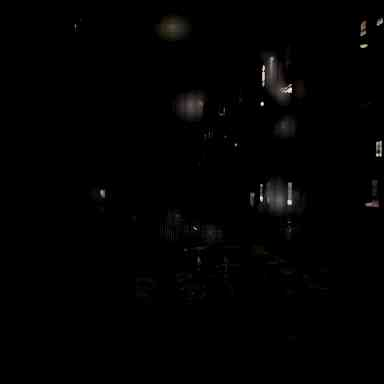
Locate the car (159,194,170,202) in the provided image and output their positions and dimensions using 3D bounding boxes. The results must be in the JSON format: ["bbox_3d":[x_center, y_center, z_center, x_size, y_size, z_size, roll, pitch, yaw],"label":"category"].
[{"bbox_3d":[-6.724,1.465,81.996,2.192,1.841,5.009,-1,0,-11],"label":"car"}]

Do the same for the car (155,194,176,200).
[{"bbox_3d":[-3.290,1.418,35.729,2.097,1.767,4.553,0,0,-11],"label":"car"}]

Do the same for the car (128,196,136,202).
[{"bbox_3d":[-15.475,1.670,85.764,1.752,1.417,4.829,-1,0,-11],"label":"car"}]

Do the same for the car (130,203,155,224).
[{"bbox_3d":[-3.943,1.628,25.997,1.802,1.307,4.206,-1,0,-11],"label":"car"}]

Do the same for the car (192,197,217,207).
[{"bbox_3d":[1.688,1.644,38.408,1.947,1.339,4.313,-1,0,-11],"label":"car"}]

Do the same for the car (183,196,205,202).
[{"bbox_3d":[0.634,1.403,43.856,2.192,1.841,5.009,-1,0,-11],"label":"car"}]

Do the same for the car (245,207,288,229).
[{"bbox_3d":[4.846,1.631,22.064,1.802,1.307,4.206,-1,0,-11],"label":"car"}]

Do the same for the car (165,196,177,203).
[{"bbox_3d":[-4.619,1.684,71.099,2.008,1.369,4.403,-1,0,-11],"label":"car"}]

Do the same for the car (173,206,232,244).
[{"bbox_3d":[0.494,1.595,16.051,1.994,1.385,4.181,0,0,-11],"label":"car"}]

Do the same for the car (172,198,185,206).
[{"bbox_3d":[-2.517,1.697,60.202,1.802,1.307,4.206,-1,0,-11],"label":"car"}]

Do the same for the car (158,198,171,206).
[{"bbox_3d":[-5.030,1.713,60.244,1.895,1.301,4.718,0,0,-11],"label":"car"}]

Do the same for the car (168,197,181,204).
[{"bbox_3d":[-3.568,1.690,65.650,1.947,1.339,4.313,-1,0,-11],"label":"car"}]

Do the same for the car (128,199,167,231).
[{"bbox_3d":[-2.893,1.476,20.548,1.967,1.590,4.097,-1,0,-11],"label":"car"}]

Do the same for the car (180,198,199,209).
[{"bbox_3d":[-0.415,1.648,49.305,2.008,1.369,4.403,-1,0,-11],"label":"car"}]

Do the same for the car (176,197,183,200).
[{"bbox_3d":[-2.594,1.617,47.695,1.812,1.442,4.674,0,0,-11],"label":"car"}]

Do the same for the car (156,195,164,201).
[{"bbox_3d":[-8.857,1.693,93.060,1.752,1.417,4.829,-1,0,-11],"label":"car"}]

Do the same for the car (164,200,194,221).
[{"bbox_3d":[-1.391,1.613,25.813,1.994,1.385,4.181,0,0,-11],"label":"car"}]

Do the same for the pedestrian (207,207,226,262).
[{"bbox_3d":[0.791,1.315,10.800,0.375,1.860,0.375,-1,1,-11],"label":"pedestrian"}]

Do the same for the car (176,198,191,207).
[{"bbox_3d":[-1.465,1.689,54.753,1.802,1.307,4.206,-1,0,-11],"label":"car"}]

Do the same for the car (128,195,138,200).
[{"bbox_3d":[-10.252,1.542,58.688,1.967,1.590,4.097,-1,0,-11],"label":"car"}]
